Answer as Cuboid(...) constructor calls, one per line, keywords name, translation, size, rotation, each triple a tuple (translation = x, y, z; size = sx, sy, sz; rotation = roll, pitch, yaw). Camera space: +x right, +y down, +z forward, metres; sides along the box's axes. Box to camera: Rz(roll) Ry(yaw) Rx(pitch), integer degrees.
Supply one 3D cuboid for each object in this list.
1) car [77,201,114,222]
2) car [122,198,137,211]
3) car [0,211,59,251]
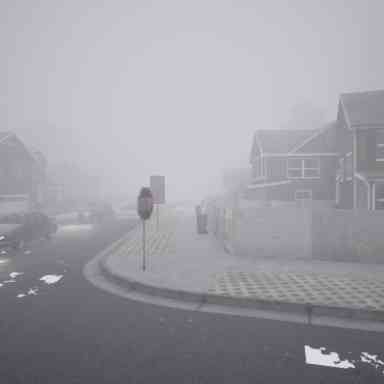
Cuboid(name="car", translation=(-7.665, 1.497, 26.809), size=(2.128, 1.511, 4.902), rotation=(-1, 0, 1))
Cuboid(name="car", translation=(-7.180, 1.514, 40.575), size=(1.812, 1.442, 4.674), rotation=(-1, 1, 4))
Cuboid(name="car", translation=(-7.614, 1.567, 14.564), size=(2.033, 1.411, 5.357), rotation=(-1, 0, -1))
